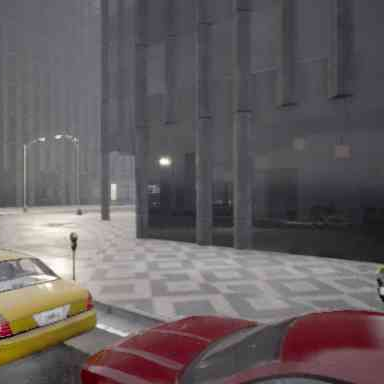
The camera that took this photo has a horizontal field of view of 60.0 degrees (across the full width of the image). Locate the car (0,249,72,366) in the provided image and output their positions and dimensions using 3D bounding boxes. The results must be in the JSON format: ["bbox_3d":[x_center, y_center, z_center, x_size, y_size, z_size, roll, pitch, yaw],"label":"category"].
[{"bbox_3d":[-3.647,1.535,5.568,4.829,1.417,1.752,0,0,36],"label":"car"}]

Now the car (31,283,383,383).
[{"bbox_3d":[1.079,1.545,2.195,4.507,1.381,1.887,0,0,36],"label":"car"}]
